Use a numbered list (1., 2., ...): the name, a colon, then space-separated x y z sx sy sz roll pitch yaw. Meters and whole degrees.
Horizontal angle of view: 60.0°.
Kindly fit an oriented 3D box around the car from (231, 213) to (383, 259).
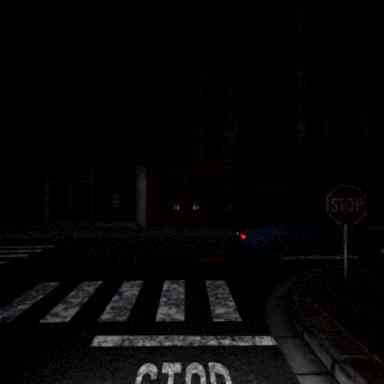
1. car: 4.090 1.455 11.550 5.357 1.411 2.033 -1 -1 -1
